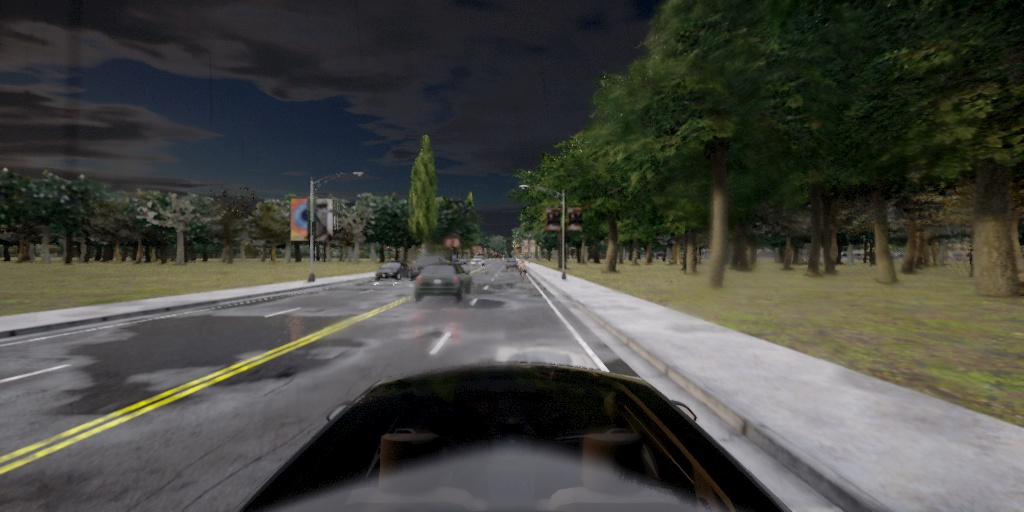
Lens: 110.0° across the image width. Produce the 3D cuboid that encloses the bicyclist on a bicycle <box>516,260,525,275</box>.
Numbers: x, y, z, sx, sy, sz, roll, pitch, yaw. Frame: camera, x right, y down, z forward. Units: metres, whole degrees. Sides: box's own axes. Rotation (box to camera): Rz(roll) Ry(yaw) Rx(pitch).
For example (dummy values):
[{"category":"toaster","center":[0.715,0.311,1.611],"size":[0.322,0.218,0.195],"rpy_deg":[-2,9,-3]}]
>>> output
[{"category":"bicyclist on a bicycle","center":[0.898,1.184,37.559],"size":[0.866,1.612,1.509],"rpy_deg":[0,0,0]}]

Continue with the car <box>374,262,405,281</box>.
[{"category":"car","center":[-9.853,1.253,29.972],"size":[1.837,1.490,4.892],"rpy_deg":[0,0,0]}]

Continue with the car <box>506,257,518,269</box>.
[{"category":"car","center":[0.041,1.240,55.937],"size":[2.128,1.511,4.902],"rpy_deg":[0,0,0]}]

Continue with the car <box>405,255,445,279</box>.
[{"category":"car","center":[-6.606,0.966,29.210],"size":[2.150,2.045,5.566],"rpy_deg":[0,0,0]}]

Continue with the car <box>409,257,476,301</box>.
[{"category":"car","center":[-3.155,1.101,17.290],"size":[2.097,1.767,4.553],"rpy_deg":[0,0,0]}]

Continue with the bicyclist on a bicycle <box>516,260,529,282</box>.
[{"category":"bicyclist on a bicycle","center":[0.902,1.185,27.958],"size":[0.866,1.612,1.509],"rpy_deg":[0,0,0]}]
